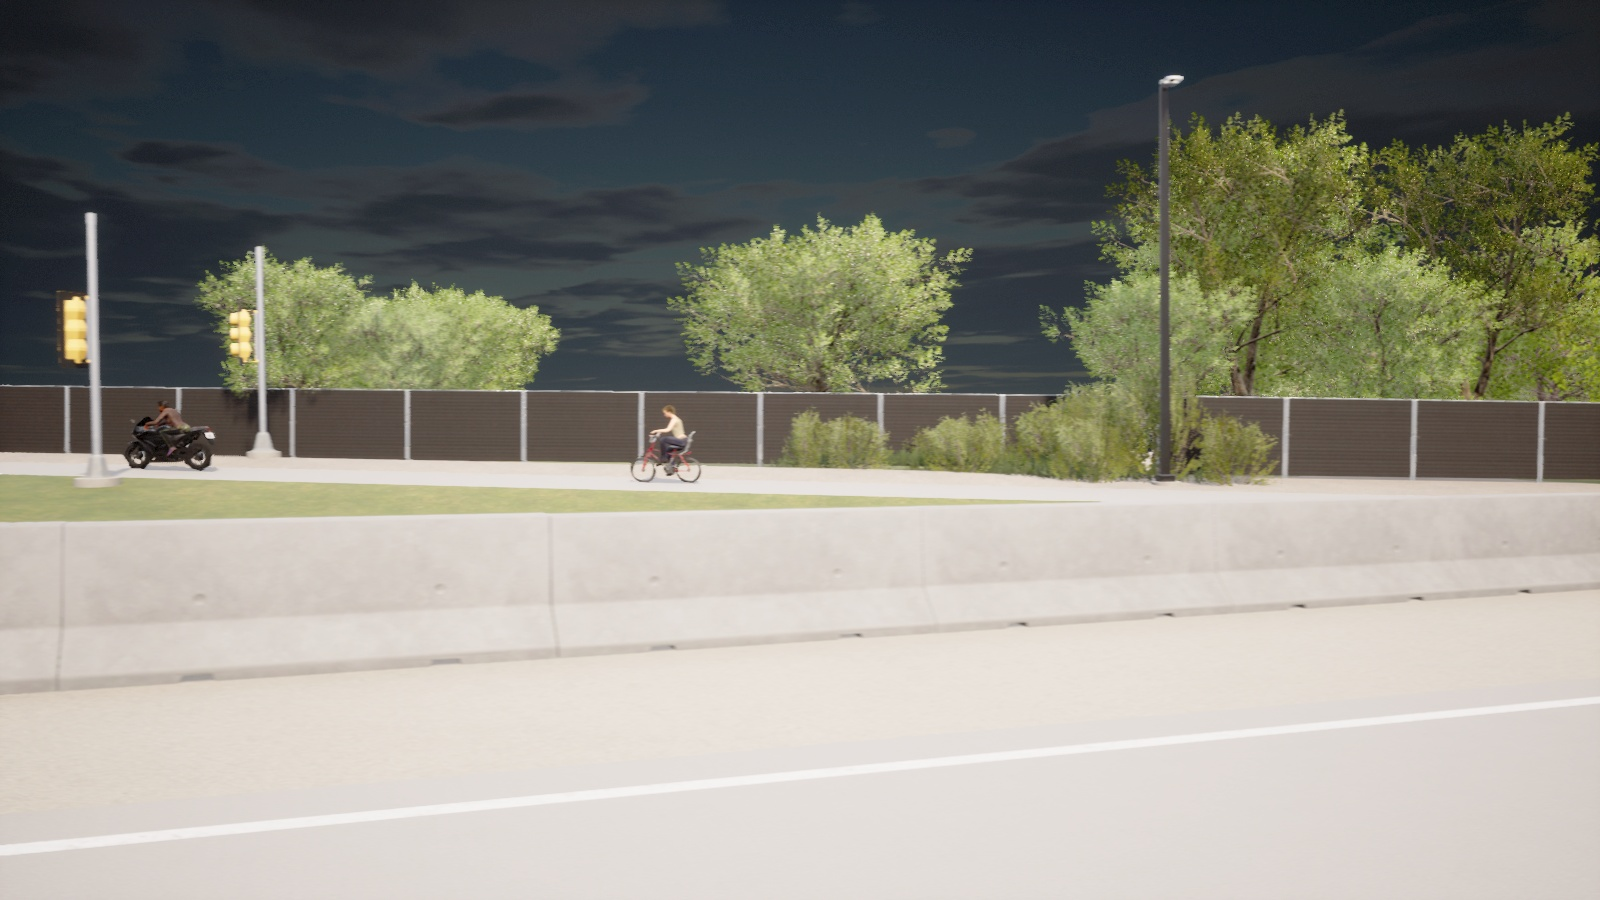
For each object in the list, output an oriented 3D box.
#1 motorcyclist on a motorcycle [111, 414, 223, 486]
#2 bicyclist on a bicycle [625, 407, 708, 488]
[{"bbox_3d":[-13.658,-0.019,27.116,2.044,1.523,0.797,0,2,6],"label":"motorcyclist on a motorcycle"},{"bbox_3d":[-2.753,-0.058,25.939,1.509,1.612,0.866,-1,1,7],"label":"bicyclist on a bicycle"}]
